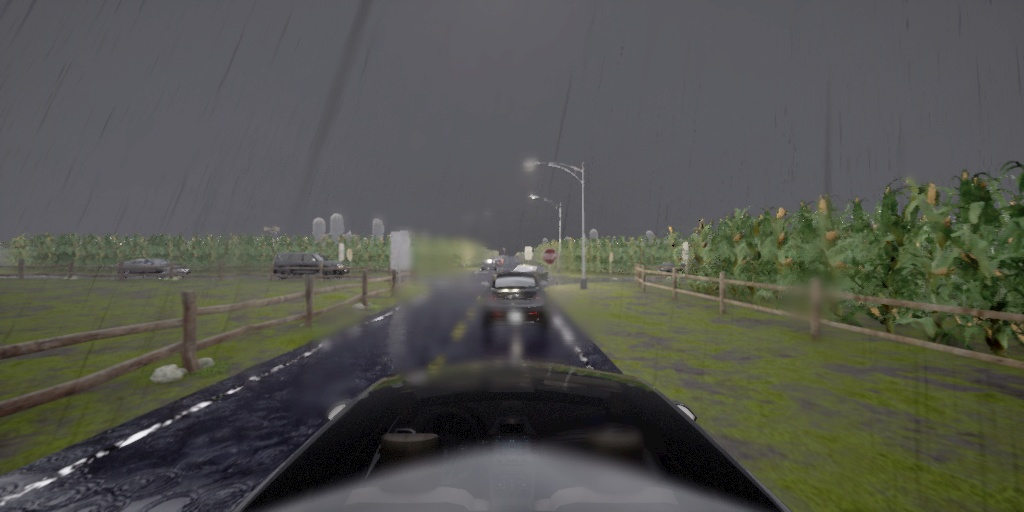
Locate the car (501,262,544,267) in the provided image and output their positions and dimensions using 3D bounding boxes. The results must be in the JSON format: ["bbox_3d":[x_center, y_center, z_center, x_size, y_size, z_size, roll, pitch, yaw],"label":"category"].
[{"bbox_3d":[1.265,1.213,22.760,2.033,1.411,5.357,0,0,18],"label":"car"}]

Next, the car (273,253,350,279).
[{"bbox_3d":[-15.853,0.764,28.263,5.566,2.045,2.150,0,0,0],"label":"car"}]

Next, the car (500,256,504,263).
[{"bbox_3d":[-2.813,1.069,57.832,1.994,1.385,4.181,0,0,0],"label":"car"}]

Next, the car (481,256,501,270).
[{"bbox_3d":[-2.832,1.110,45.670,2.033,1.411,5.357,0,0,0],"label":"car"}]

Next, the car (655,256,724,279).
[{"bbox_3d":[15.355,0.977,30.876,5.566,2.045,2.150,0,0,1],"label":"car"}]

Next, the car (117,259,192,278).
[{"bbox_3d":[-28.172,0.967,28.369,4.902,1.511,2.128,0,0,1],"label":"car"}]

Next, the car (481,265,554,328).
[{"bbox_3d":[0.099,1.219,11.192,1.837,1.490,4.892,0,0,0],"label":"car"}]
